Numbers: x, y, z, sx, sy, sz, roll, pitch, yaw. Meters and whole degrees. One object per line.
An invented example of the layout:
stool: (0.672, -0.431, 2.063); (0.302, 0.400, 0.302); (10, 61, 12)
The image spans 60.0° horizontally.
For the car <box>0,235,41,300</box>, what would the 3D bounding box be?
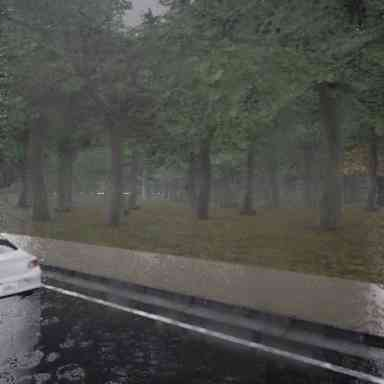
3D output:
car: (-5.191, 1.572, 7.371); (4.674, 1.442, 1.812); (0, 0, 35)
